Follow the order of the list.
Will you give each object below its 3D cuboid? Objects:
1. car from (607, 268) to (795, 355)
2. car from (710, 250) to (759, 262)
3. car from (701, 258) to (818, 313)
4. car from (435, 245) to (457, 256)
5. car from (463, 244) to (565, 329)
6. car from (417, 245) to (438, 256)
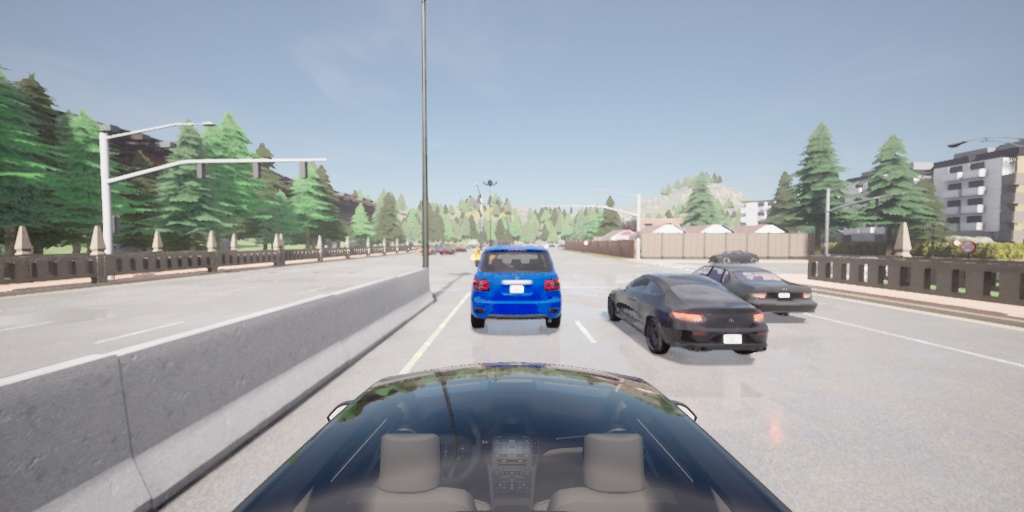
[{"bbox_3d":[3.549,1.089,8.069,1.812,1.442,4.674,0,2,0],"label":"car"},{"bbox_3d":[22.003,0.102,35.570,4.181,1.385,1.994,0,2,2],"label":"car"},{"bbox_3d":[7.087,0.978,11.770,2.033,1.411,5.357,0,2,1],"label":"car"},{"bbox_3d":[-10.699,-0.736,58.840,1.895,1.301,4.718,0,2,0],"label":"car"},{"bbox_3d":[0.064,0.701,10.357,2.150,2.045,5.566,0,2,-1],"label":"car"},{"bbox_3d":[-14.198,-1.001,59.276,2.097,1.767,4.553,0,2,0],"label":"car"}]
